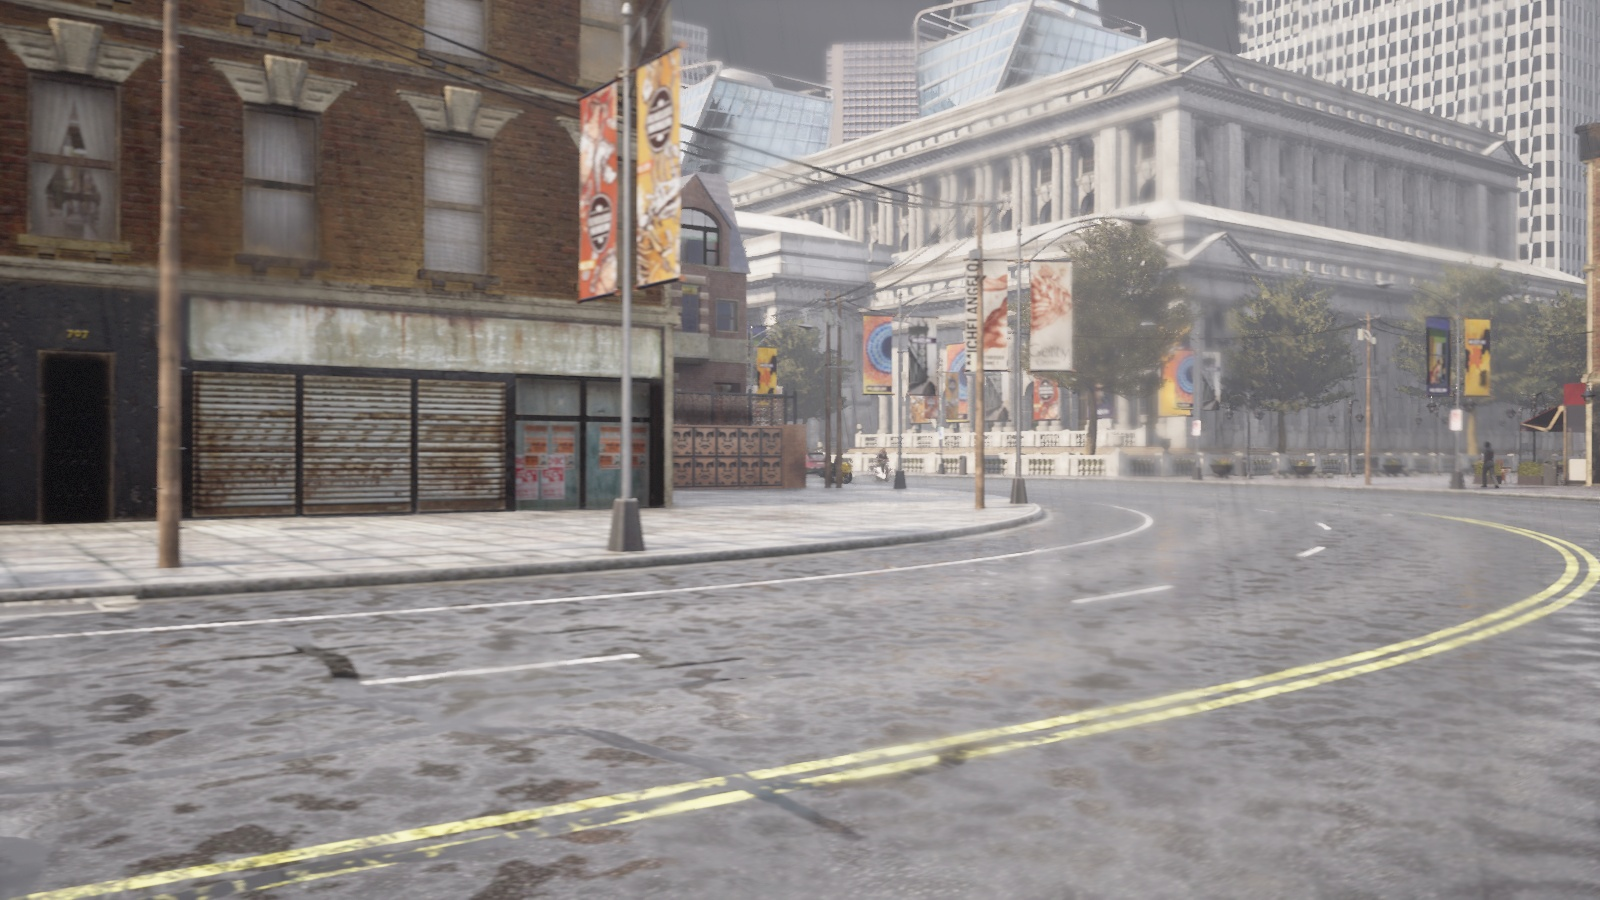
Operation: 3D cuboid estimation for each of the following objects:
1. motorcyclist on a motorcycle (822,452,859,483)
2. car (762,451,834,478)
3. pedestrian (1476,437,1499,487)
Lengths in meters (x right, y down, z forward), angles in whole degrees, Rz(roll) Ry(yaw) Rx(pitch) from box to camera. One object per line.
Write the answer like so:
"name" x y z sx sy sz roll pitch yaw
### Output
"motorcyclist on a motorcycle" 2.002 0.878 62.594 0.797 1.523 2.044 0 0 -35
"car" -0.158 0.869 77.961 2.033 1.649 4.856 0 0 -35
"pedestrian" 26.911 0.467 49.152 0.402 1.930 0.666 0 0 -18
